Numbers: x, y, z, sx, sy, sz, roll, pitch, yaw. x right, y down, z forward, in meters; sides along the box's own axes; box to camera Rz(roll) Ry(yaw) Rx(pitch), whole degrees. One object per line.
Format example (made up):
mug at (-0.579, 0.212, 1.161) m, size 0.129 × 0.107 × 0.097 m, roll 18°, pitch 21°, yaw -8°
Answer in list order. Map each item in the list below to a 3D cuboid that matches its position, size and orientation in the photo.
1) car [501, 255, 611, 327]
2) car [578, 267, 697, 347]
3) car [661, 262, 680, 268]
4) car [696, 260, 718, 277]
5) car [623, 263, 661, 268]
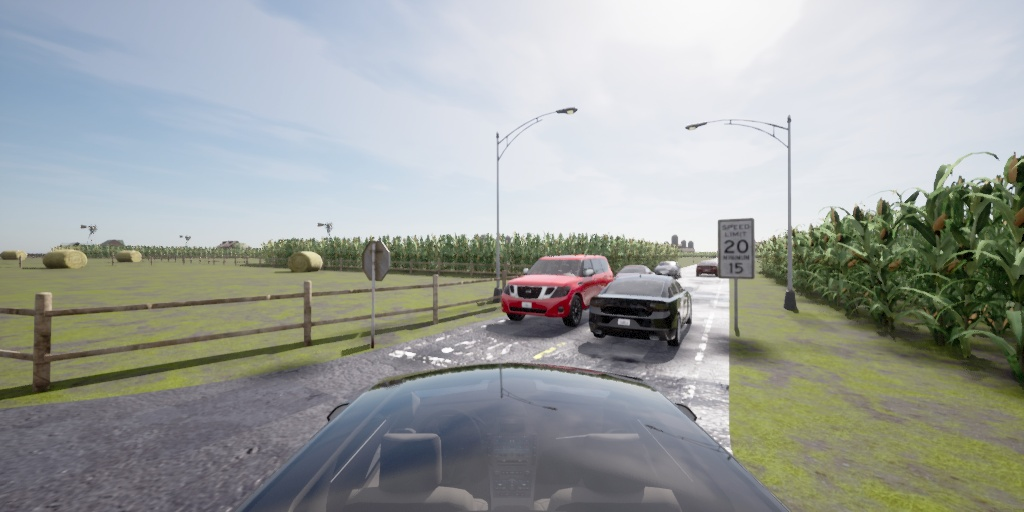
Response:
car at (1.834, 0.986, 12.163) m, size 2.150 × 2.045 × 5.566 m, roll 0°, pitch 0°, yaw 31°
car at (3.618, 1.230, 9.601) m, size 1.882 × 1.535 × 5.008 m, roll 0°, pitch 0°, yaw 31°
car at (14.065, 1.255, 32.327) m, size 2.128 × 1.511 × 4.902 m, roll 0°, pitch 0°, yaw 31°
car at (19.753, 1.226, 36.132) m, size 1.882 × 1.535 × 5.008 m, roll 0°, pitch 0°, yaw 32°
car at (7.190, 1.292, 20.999) m, size 1.812 × 1.442 × 4.674 m, roll 0°, pitch 0°, yaw 31°
